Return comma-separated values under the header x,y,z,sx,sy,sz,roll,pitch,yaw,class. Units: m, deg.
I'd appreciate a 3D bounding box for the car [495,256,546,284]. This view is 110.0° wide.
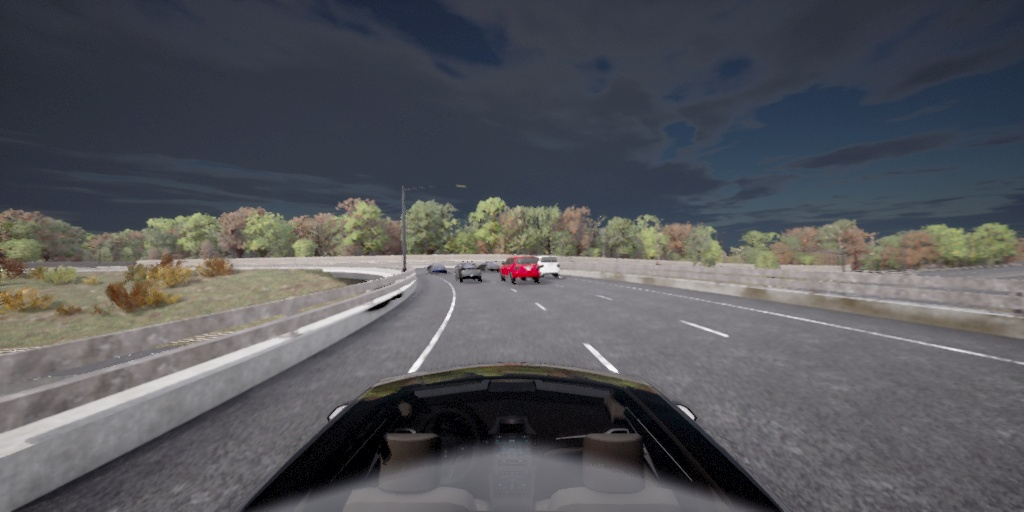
x,y,z,sx,sy,sz,roll,pitch,yaw,class
0.518,1.023,27.935,2.150,2.045,5.566,-1,0,-14,car

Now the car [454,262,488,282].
x,y,z,sx,sy,sz,roll,pitch,yaw,class
-3.799,1.378,30.478,2.128,1.511,4.902,-1,0,-15,car

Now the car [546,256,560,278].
x,y,z,sx,sy,sz,roll,pitch,yaw,class
2.593,0.999,33.484,2.150,2.045,5.566,-1,0,-17,car

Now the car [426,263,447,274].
x,y,z,sx,sy,sz,roll,pitch,yaw,class
-10.003,1.608,47.259,1.994,1.385,4.181,-1,0,-24,car

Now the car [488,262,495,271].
x,y,z,sx,sy,sz,roll,pitch,yaw,class
-3.163,1.483,49.106,1.994,1.385,4.181,-1,0,-24,car
